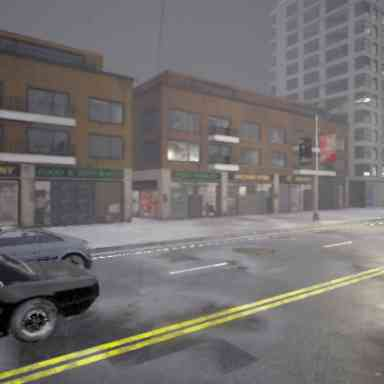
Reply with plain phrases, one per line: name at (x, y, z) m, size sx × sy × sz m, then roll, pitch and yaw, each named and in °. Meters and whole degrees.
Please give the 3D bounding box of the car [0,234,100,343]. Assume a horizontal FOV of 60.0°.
car at (-3.940, 1.603, 4.867) m, size 4.718 × 1.301 × 1.895 m, roll 0°, pitch 0°, yaw -35°

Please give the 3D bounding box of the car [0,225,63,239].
car at (-4.690, 1.560, 8.323) m, size 4.181 × 1.385 × 1.994 m, roll 0°, pitch 0°, yaw -35°
